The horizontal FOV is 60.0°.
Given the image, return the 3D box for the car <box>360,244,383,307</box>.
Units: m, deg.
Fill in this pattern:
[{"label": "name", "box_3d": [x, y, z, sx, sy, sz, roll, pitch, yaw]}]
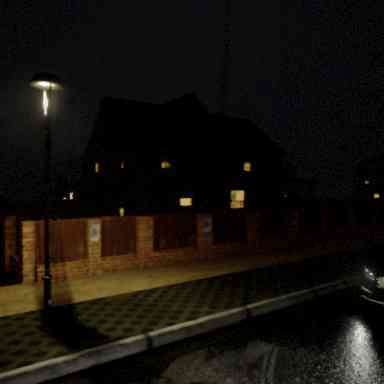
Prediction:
[{"label": "car", "box_3d": [5.432, 1.495, 6.940, 4.902, 1.511, 2.128, 0, 0, -35]}]
